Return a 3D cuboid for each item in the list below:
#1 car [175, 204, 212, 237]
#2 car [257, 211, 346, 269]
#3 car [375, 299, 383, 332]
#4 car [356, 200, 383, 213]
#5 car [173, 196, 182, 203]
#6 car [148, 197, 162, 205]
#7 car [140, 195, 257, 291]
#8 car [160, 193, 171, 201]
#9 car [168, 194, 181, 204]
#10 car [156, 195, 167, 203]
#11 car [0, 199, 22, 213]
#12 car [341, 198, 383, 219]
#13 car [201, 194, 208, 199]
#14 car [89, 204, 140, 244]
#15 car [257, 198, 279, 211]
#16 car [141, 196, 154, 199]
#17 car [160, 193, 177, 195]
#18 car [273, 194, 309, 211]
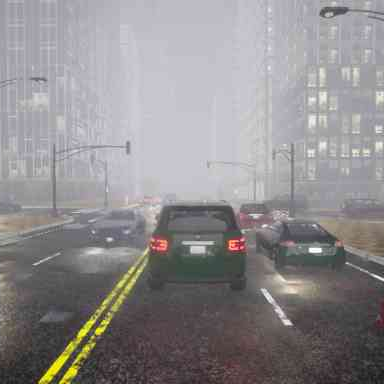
[{"bbox_3d":[0.135,1.516,18.852,1.812,1.442,4.674,0,0,2],"label":"car"},{"bbox_3d":[3.373,1.559,11.097,1.994,1.385,4.181,0,0,0],"label":"car"},{"bbox_3d":[3.355,1.600,2.272,1.895,1.301,4.718,0,0,0],"label":"car"},{"bbox_3d":[21.889,1.642,38.660,4.829,1.417,1.752,1,0,1],"label":"car"},{"bbox_3d":[-3.104,1.535,71.590,1.895,1.301,4.718,0,0,0],"label":"car"},{"bbox_3d":[-6.451,1.556,58.933,1.895,1.301,4.718,0,0,0],"label":"car"},{"bbox_3d":[0.120,1.218,9.170,2.150,2.045,5.566,0,0,0],"label":"car"},{"bbox_3d":[-6.336,1.153,79.757,2.150,2.045,5.566,0,0,0],"label":"car"},{"bbox_3d":[-3.187,1.304,61.537,2.097,1.767,4.553,0,0,0],"label":"car"},{"bbox_3d":[-6.358,1.420,69.187,1.882,1.535,5.008,0,0,0],"label":"car"},{"bbox_3d":[-19.572,1.405,33.638,4.181,1.385,1.994,1,1,1],"label":"car"},{"bbox_3d":[16.263,1.519,30.385,5.009,1.841,2.192,1,0,1],"label":"car"},{"bbox_3d":[3.439,1.219,91.619,1.882,1.535,5.008,0,0,0],"label":"car"},{"bbox_3d":[-3.322,1.539,16.133,2.033,1.411,5.357,0,0,0],"label":"car"},{"bbox_3d":[3.390,1.342,19.711,2.097,1.767,4.553,0,0,0],"label":"car"},{"bbox_3d":[-6.520,1.318,49.943,2.097,1.767,4.553,0,0,1],"label":"car"},{"bbox_3d":[-3.257,1.185,51.726,2.150,2.045,5.566,0,0,-1],"label":"car"},{"bbox_3d":[9.830,1.274,36.287,5.566,2.045,2.150,0,1,1],"label":"car"}]
